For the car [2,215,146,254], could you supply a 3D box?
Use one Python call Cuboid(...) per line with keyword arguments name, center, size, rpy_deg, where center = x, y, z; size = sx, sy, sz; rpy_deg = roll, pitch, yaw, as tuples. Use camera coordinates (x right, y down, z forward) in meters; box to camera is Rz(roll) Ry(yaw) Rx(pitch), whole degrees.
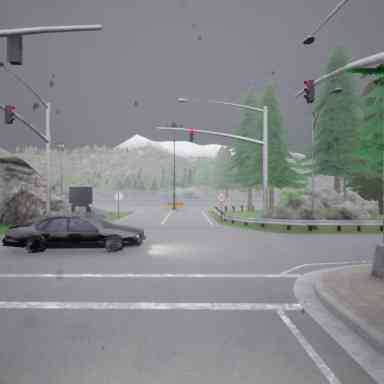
Cuboid(name="car", center=(-4.631, 1.648, 13.509), size=(5.357, 1.411, 2.033), rpy_deg=(0, 0, -1))
